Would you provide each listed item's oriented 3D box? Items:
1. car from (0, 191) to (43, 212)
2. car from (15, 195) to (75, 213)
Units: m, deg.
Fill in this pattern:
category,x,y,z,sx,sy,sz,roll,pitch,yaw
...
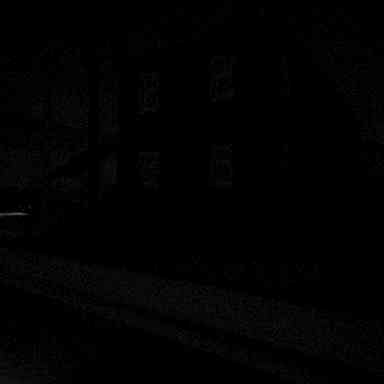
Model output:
category,x,y,z,sx,sy,sz,roll,pitch,yaw
car,-18.001,0.956,34.432,2.150,2.045,5.566,1,1,36
car,-14.361,1.312,33.505,2.033,1.411,5.357,1,0,35
